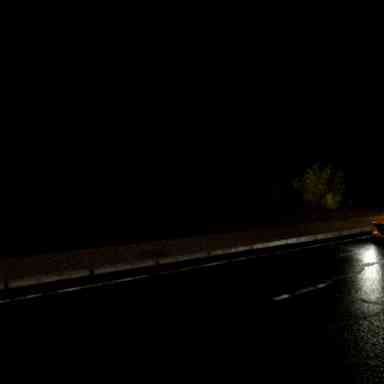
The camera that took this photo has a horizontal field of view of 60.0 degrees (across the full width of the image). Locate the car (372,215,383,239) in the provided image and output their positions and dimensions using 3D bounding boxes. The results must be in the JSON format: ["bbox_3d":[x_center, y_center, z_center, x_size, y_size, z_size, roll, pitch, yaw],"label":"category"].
[{"bbox_3d":[9.855,1.253,14.639,5.008,1.535,1.882,-1,1,-35],"label":"car"}]
